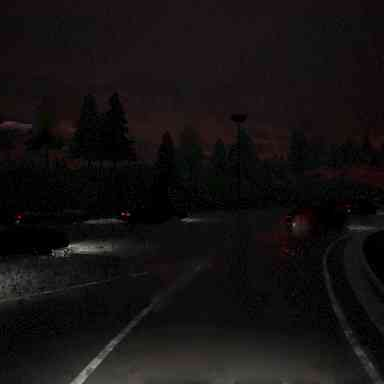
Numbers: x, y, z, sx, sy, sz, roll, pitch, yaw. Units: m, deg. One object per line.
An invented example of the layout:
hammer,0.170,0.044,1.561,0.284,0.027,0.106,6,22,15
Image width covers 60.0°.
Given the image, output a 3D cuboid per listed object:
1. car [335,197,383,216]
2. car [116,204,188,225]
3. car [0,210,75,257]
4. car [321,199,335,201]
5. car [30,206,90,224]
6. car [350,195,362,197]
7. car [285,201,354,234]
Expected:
car,16.130,1.490,31.942,4.902,1.511,2.128,0,0,-42
car,-2.832,1.546,24.215,5.357,1.411,2.033,0,0,-42
car,-6.987,1.547,11.011,5.357,1.411,2.033,0,0,-42
car,17.882,1.545,42.971,5.357,1.411,2.033,0,0,-42
car,-9.529,1.600,22.873,4.718,1.301,1.895,0,0,-42
car,28.491,1.349,57.299,4.553,1.767,2.097,0,0,-42
car,7.253,1.505,19.182,4.892,1.490,1.837,0,0,-42
